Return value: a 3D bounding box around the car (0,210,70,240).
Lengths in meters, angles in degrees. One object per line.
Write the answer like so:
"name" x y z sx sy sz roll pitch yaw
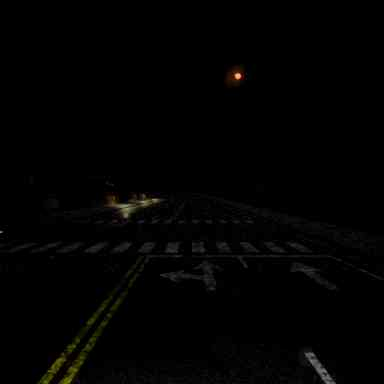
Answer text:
"car" -8.584 1.552 15.519 5.357 1.411 2.033 0 0 -33
